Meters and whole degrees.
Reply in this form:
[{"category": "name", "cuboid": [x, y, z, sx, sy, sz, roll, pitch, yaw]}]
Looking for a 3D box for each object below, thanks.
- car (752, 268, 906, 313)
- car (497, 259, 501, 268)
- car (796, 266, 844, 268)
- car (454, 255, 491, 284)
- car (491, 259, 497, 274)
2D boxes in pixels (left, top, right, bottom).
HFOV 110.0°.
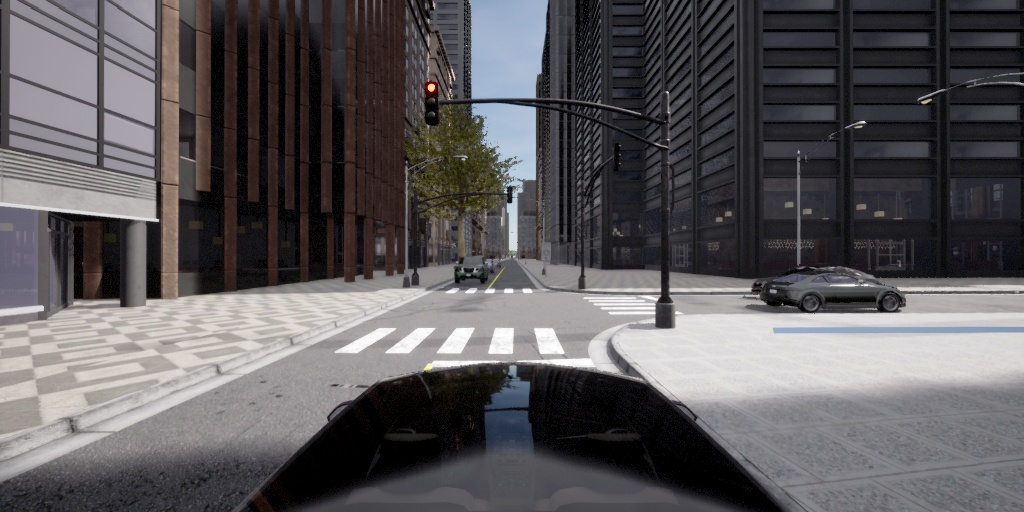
[{"category": "car", "cuboid": [11.556, 1.257, 13.104, 4.181, 1.385, 1.994, 0, 0, 0]}, {"category": "car", "cuboid": [-2.834, 1.309, 62.303, 2.128, 1.511, 4.902, 0, 0, 0]}, {"category": "car", "cuboid": [13.571, 1.202, 16.204, 4.892, 1.490, 1.837, 0, 0, 0]}, {"category": "car", "cuboid": [-3.027, 0.975, 27.647, 2.150, 2.045, 5.566, 0, 0, 0]}, {"category": "car", "cuboid": [-2.988, 1.291, 40.763, 1.812, 1.442, 4.674, 0, 1, 0]}]
